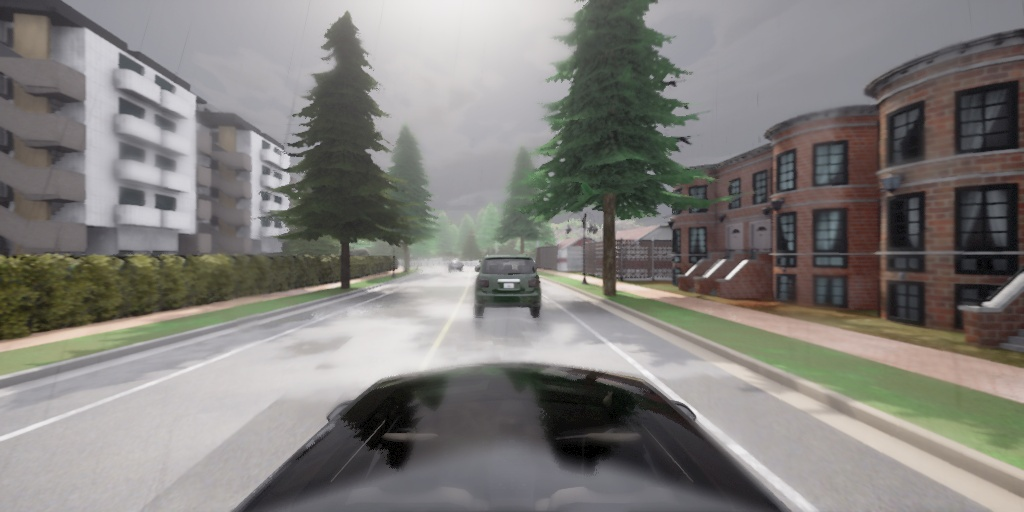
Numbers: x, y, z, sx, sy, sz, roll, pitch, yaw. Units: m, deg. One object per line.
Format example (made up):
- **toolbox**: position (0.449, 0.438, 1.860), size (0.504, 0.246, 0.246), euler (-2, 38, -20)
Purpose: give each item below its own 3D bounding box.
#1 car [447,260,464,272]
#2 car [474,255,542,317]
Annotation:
- **car**: position (-7.274, 1.259, 46.409), size (2.128, 1.511, 4.902), euler (0, 0, -9)
- **car**: position (-0.206, 0.973, 13.274), size (2.150, 2.045, 5.566), euler (0, 0, -2)
